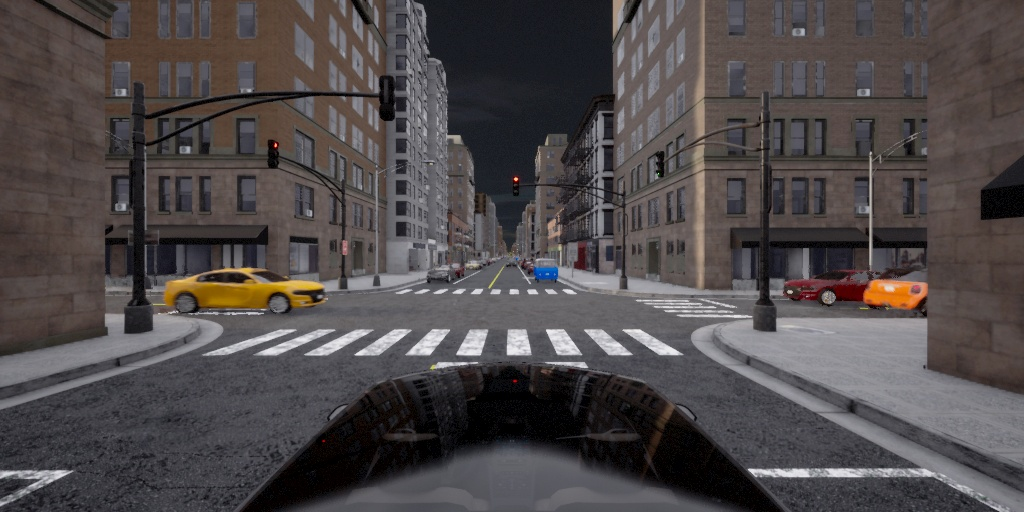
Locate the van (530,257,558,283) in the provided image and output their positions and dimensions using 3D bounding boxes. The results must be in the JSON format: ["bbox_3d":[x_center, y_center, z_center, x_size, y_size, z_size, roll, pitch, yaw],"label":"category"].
[{"bbox_3d":[2.572,1.089,27.942,1.690,1.789,3.998,0,0,0],"label":"van"}]

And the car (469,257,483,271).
[{"bbox_3d":[-5.508,1.269,50.471,1.751,1.417,4.829,0,0,0],"label":"car"}]

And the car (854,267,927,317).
[{"bbox_3d":[15.653,1.207,12.866,4.553,1.767,2.097,0,0,0],"label":"car"}]

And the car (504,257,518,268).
[{"bbox_3d":[-0.050,1.337,61.551,1.895,1.301,4.718,0,0,0],"label":"car"}]

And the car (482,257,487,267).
[{"bbox_3d":[-5.522,1.306,56.323,1.948,1.339,4.313,0,0,0],"label":"car"}]

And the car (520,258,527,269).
[{"bbox_3d":[2.516,1.326,50.667,1.802,1.307,4.207,0,0,0],"label":"car"}]

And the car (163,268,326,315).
[{"bbox_3d":[-9.343,1.180,12.772,5.008,1.535,1.882,0,0,0],"label":"car"}]

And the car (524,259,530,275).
[{"bbox_3d":[2.544,1.330,39.304,1.802,1.307,4.207,0,0,0],"label":"car"}]

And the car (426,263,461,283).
[{"bbox_3d":[-5.453,1.299,27.913,2.007,1.370,4.403,0,0,0],"label":"car"}]

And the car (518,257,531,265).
[{"bbox_3d":[2.503,1.055,56.349,2.192,1.841,5.009,0,0,0],"label":"car"}]

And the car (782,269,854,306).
[{"bbox_3d":[14.781,1.326,15.813,5.008,1.535,1.882,0,0,1],"label":"car"}]

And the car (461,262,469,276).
[{"bbox_3d":[-5.466,1.293,33.595,1.888,1.381,4.507,0,0,0],"label":"car"}]
